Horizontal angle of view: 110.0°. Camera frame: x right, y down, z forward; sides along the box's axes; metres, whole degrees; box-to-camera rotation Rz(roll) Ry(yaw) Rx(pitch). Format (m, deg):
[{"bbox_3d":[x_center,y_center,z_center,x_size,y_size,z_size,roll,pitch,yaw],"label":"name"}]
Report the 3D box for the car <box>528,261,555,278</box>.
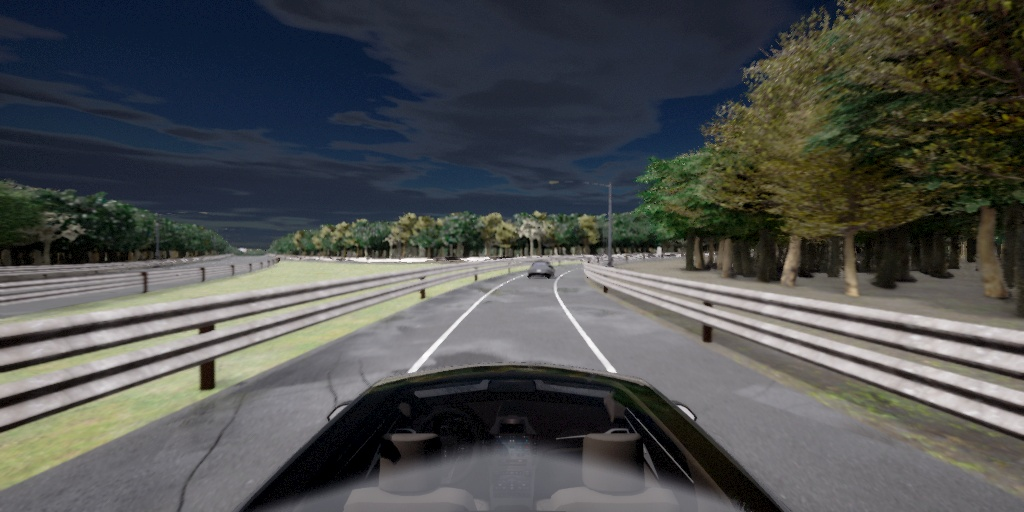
[{"bbox_3d":[2.577,1.110,30.779,1.994,1.385,4.181,0,1,12],"label":"car"}]
